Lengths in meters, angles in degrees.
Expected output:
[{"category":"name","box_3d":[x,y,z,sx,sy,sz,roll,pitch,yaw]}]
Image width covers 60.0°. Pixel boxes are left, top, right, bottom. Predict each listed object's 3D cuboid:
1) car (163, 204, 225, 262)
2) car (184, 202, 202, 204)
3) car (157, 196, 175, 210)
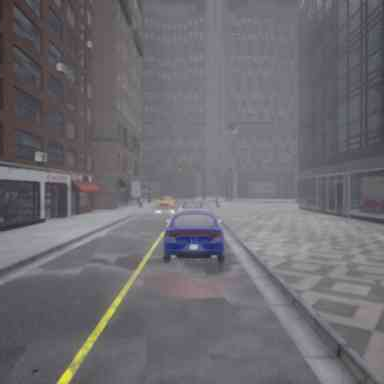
[{"category":"car","box_3d":[0.067,1.396,11.800,1.882,1.535,5.008,0,0,0]},{"category":"car","box_3d":[0.068,1.425,26.314,1.895,1.301,4.718,0,0,0]},{"category":"car","box_3d":[-3.063,1.219,39.556,1.882,1.535,5.008,0,0,0]}]
